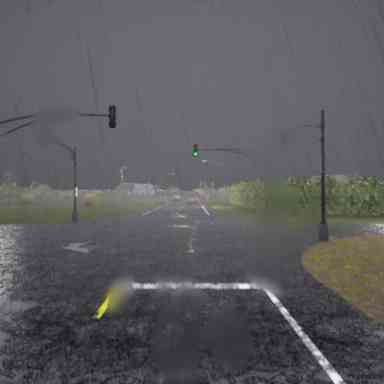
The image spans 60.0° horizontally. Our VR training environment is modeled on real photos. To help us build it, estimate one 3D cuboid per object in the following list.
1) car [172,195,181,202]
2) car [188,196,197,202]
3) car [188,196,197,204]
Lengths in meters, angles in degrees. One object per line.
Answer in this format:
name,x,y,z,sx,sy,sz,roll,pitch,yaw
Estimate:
car,-3.396,1.389,75.117,1.837,1.490,4.892,0,0,0
car,0.112,1.769,80.935,1.994,1.385,4.181,0,0,0
car,0.098,1.817,70.885,1.994,1.385,4.181,0,0,0
